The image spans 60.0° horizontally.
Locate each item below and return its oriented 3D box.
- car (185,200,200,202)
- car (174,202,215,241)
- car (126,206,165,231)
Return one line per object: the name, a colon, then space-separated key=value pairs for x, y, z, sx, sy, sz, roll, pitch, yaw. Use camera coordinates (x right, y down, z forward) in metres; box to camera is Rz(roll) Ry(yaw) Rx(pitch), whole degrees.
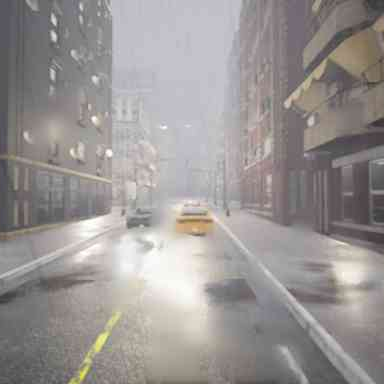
car: x=0.096 y=1.465 z=30.111 sx=2.128 sy=1.511 sz=4.902 roll=0 pitch=0 yaw=2
car: x=0.104 y=1.458 z=16.737 sx=1.882 sy=1.535 sz=5.008 roll=0 pitch=0 yaw=0
car: x=-2.797 y=1.578 z=20.652 sx=1.895 sy=1.301 sz=4.718 roll=0 pitch=0 yaw=0
